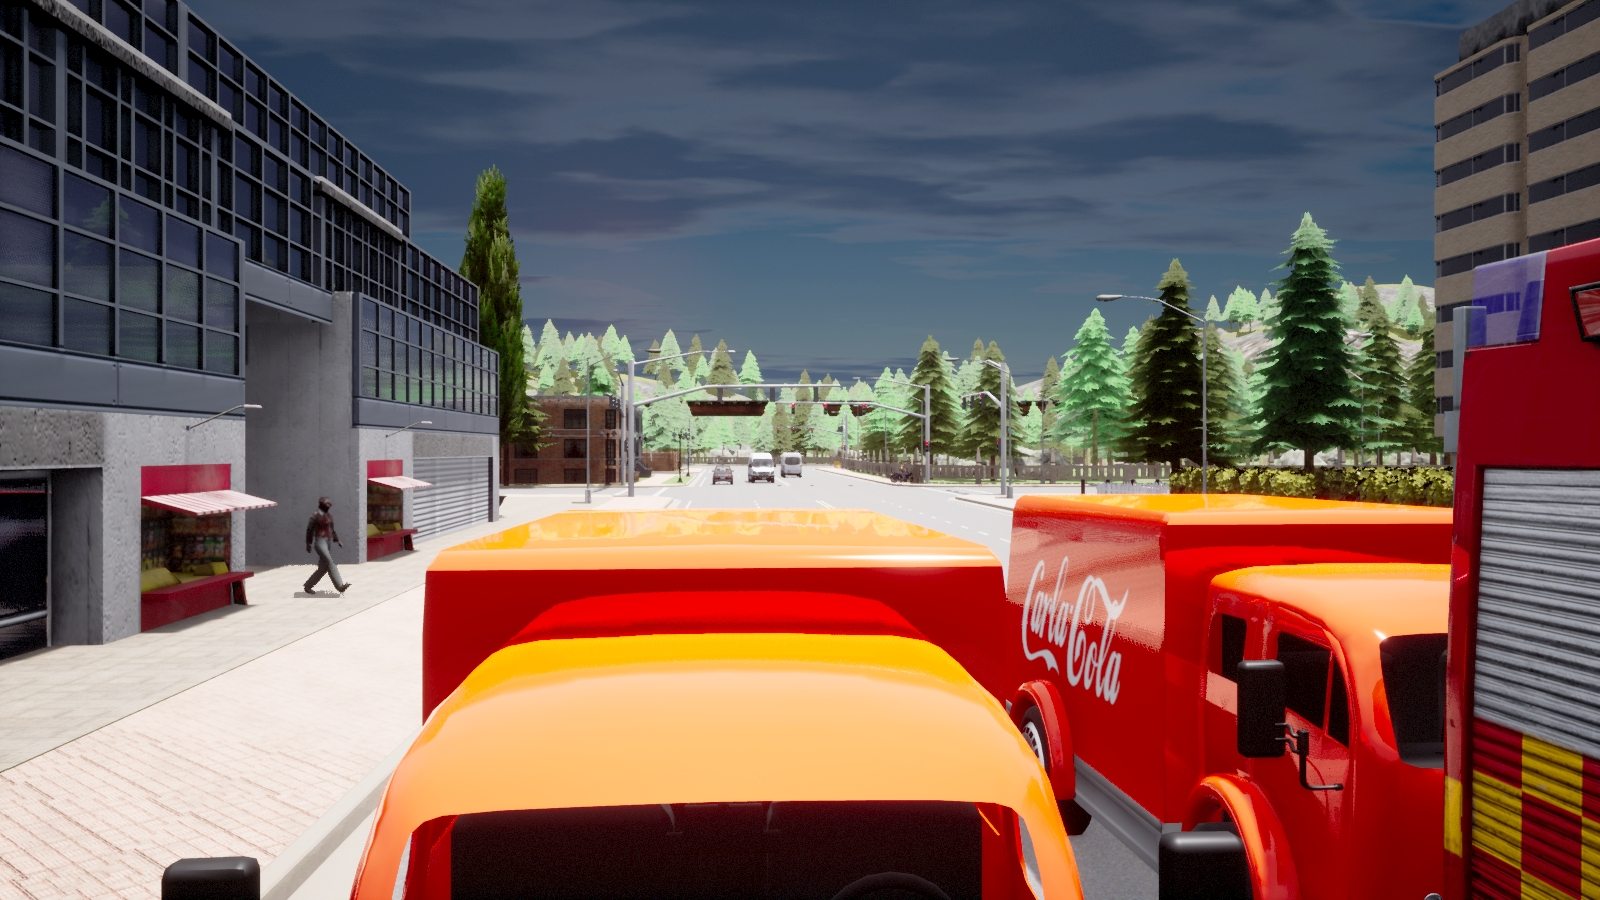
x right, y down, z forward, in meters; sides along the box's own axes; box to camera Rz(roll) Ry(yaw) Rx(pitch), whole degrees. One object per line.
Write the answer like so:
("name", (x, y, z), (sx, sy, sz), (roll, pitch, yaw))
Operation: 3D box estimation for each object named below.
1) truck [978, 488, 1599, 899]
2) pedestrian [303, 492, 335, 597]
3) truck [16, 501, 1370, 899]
("truck", (3.003, 1.568, 7.234), (2.627, 2.467, 5.204), (0, 0, -4))
("pedestrian", (-8.679, 1.698, 20.621), (0.375, 1.860, 0.375), (0, 0, 20))
("truck", (-0.347, 1.568, 4.821), (2.627, 2.467, 5.204), (0, 0, -4))
